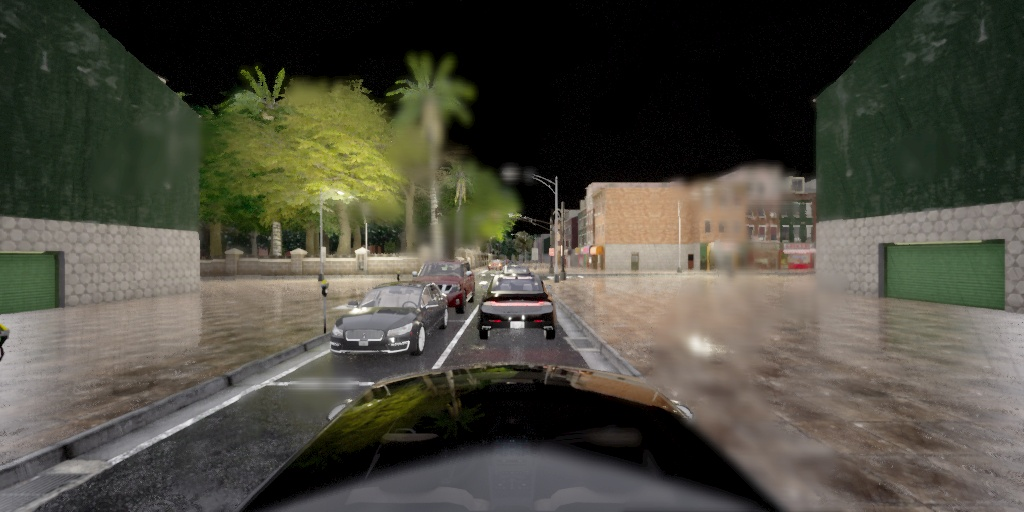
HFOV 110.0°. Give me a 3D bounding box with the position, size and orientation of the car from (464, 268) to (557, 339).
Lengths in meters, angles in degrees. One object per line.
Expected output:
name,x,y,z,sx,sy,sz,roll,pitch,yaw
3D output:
car,0.132,1.242,10.009,2.128,1.511,4.902,0,0,0

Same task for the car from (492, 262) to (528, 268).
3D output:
car,0.182,1.251,19.398,2.128,1.511,4.902,0,0,-2

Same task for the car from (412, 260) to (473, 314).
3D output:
car,-2.585,1.068,13.971,2.192,1.841,5.009,0,0,0

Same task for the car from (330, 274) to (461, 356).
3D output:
car,-2.610,1.301,8.508,2.007,1.370,4.403,0,0,0

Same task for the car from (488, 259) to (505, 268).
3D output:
car,-2.412,1.292,52.117,1.967,1.591,4.097,0,0,0
